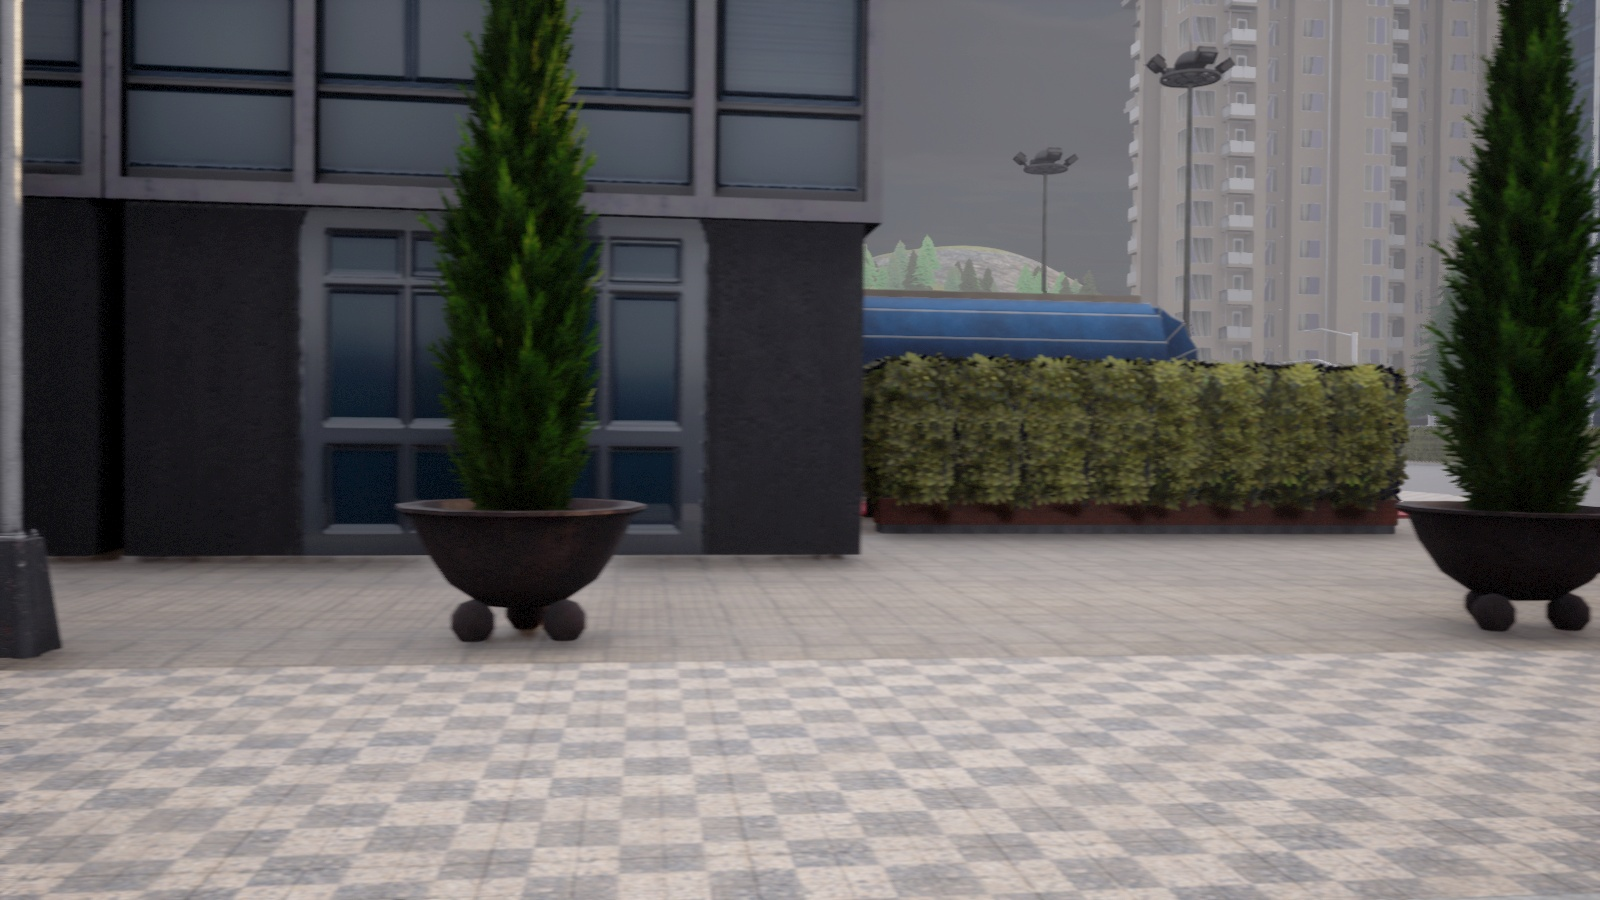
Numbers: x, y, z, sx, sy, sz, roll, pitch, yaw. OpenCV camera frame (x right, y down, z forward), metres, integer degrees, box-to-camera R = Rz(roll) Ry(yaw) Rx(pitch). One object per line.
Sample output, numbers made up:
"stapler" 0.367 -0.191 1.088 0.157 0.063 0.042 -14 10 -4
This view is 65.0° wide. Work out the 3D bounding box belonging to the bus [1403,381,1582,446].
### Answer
"bus" 46.887 -2.467 85.237 10.273 4.253 3.944 -1 1 -7
